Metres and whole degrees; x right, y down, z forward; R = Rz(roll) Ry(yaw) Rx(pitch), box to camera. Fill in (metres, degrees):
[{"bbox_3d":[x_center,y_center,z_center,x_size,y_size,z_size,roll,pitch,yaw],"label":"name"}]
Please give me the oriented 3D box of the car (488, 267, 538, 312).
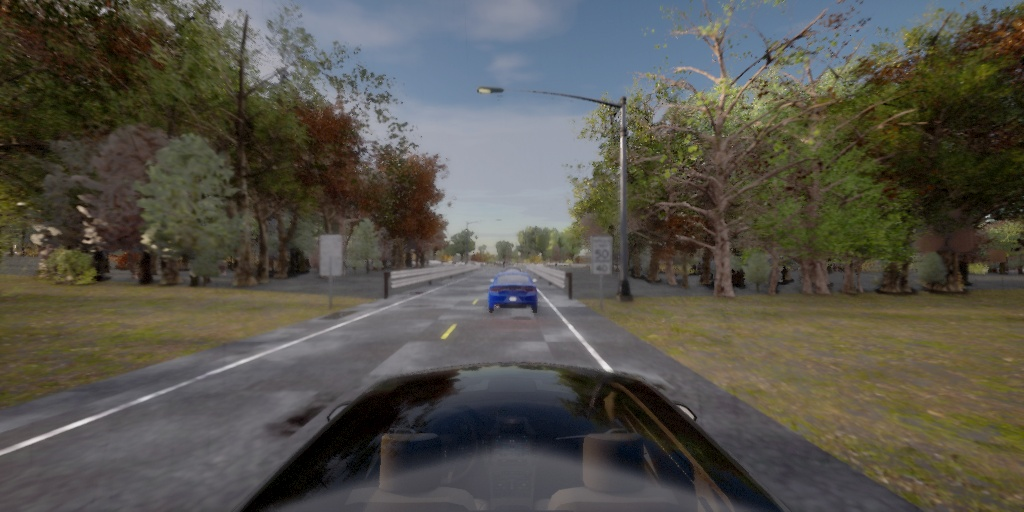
[{"bbox_3d":[0.051,1.403,15.272,1.882,1.535,5.008,0,0,0],"label":"car"}]
